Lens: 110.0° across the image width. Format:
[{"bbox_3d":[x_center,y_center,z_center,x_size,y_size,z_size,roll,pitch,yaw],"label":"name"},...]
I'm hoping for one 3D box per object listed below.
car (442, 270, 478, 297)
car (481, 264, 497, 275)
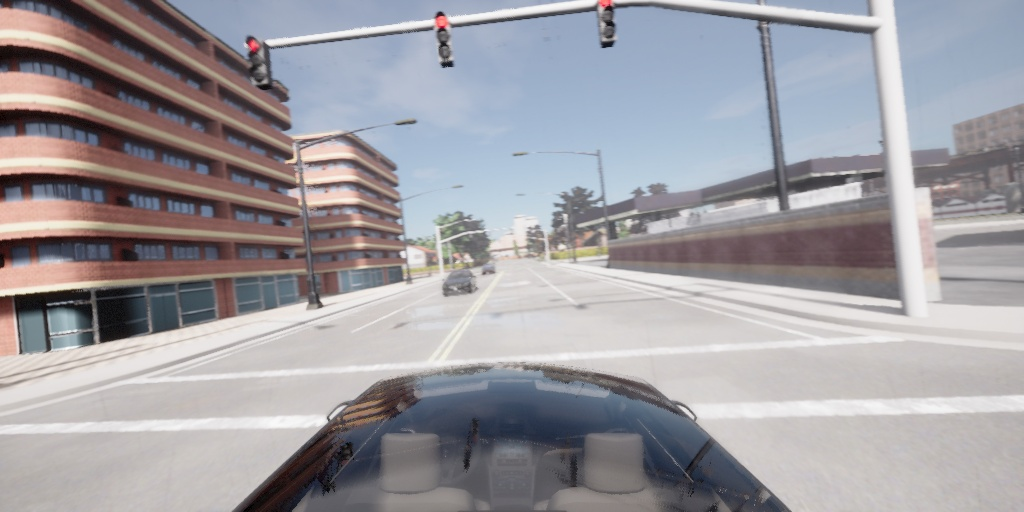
[{"bbox_3d":[-3.431,1.738,23.975,1.837,1.490,4.892,-6,0,0],"label":"car"},{"bbox_3d":[-3.211,1.870,50.816,2.033,1.411,5.357,-6,0,1],"label":"car"}]
